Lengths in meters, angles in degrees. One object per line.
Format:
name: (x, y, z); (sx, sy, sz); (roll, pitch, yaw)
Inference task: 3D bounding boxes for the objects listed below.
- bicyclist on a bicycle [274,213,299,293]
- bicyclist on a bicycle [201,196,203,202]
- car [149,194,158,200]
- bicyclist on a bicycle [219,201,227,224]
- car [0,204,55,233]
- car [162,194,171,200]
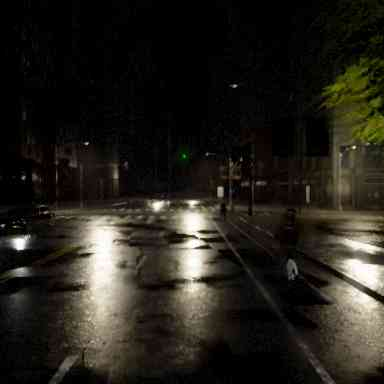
bicyclist on a bicycle: (2.241, 1.376, 8.030); (0.659, 1.776, 1.843); (0, 0, 0)
bicyclist on a bicycle: (2.249, 1.447, 75.351); (0.659, 1.776, 1.843); (0, 0, 0)
car: (-9.750, 1.218, 84.401); (1.812, 1.442, 4.674); (0, 0, 0)
bicyclist on a bicycle: (2.251, 1.481, 23.807); (0.582, 1.620, 1.656); (0, 0, 0)
car: (-9.819, 1.528, 19.727); (1.837, 1.490, 4.892); (0, -1, 0)
car: (-6.500, 1.193, 84.401); (1.837, 1.490, 4.892); (0, 0, 0)
